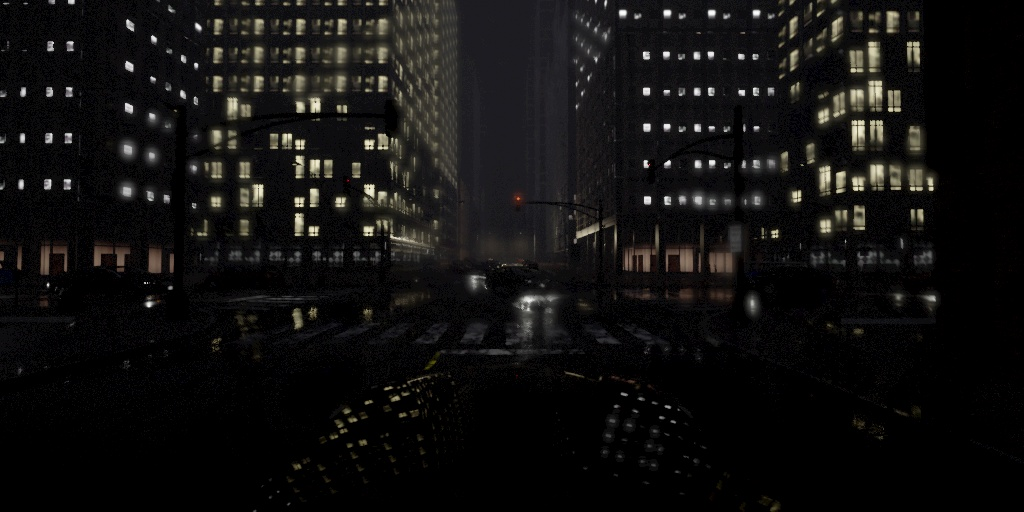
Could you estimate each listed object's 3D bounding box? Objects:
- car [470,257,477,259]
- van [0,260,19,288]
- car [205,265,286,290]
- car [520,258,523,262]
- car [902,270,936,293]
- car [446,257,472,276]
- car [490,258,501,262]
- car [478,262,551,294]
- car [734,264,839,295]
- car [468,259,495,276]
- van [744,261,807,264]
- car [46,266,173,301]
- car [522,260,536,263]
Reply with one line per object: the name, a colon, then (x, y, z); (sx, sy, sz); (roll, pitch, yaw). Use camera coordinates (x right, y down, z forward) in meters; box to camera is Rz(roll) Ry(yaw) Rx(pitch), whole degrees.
car: (-5.695, 1.083, 48.784); (2.192, 1.841, 5.009); (0, 0, 0)
van: (-33.440, 1.132, 22.232); (3.998, 1.789, 1.690); (0, 0, 0)
car: (-16.495, 1.255, 22.196); (4.097, 1.591, 1.967); (0, 0, 0)
car: (2.685, 1.298, 60.172); (1.751, 1.417, 4.829); (0, 0, 0)
car: (24.351, 1.313, 19.529); (5.008, 1.535, 1.882); (0, -1, 0)
car: (-5.694, 1.203, 37.633); (1.967, 1.591, 4.097); (0, 0, 0)
car: (-3.098, 1.316, 51.364); (2.033, 1.411, 5.357); (0, 0, 0)
car: (0.199, 1.282, 20.441); (1.812, 1.442, 4.674); (-1, 0, -37)
car: (14.871, 1.321, 19.554); (4.892, 1.490, 1.837); (0, -1, 0)
car: (-3.105, 1.328, 37.269); (1.994, 1.385, 4.181); (0, 0, 0)
van: (15.979, 1.210, 22.125); (3.998, 1.789, 1.690); (0, 0, 0)
car: (-18.089, 1.191, 16.424); (4.902, 1.511, 2.128); (0, -1, 0)
car: (2.685, 1.350, 48.847); (1.802, 1.307, 4.207); (0, 0, 0)
